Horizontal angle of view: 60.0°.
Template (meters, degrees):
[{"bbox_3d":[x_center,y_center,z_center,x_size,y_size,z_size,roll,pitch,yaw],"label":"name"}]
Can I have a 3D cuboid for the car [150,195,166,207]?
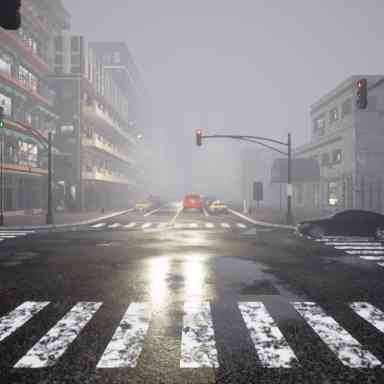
[{"bbox_3d":[-5.690,1.351,50.448,2.192,1.841,5.009,0,0,0],"label":"car"}]

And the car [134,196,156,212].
[{"bbox_3d":[-5.691,1.549,39.199,1.752,1.417,4.829,0,0,0],"label":"car"}]

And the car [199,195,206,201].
[{"bbox_3d":[2.687,1.632,89.393,1.752,1.417,4.829,0,0,0],"label":"car"}]

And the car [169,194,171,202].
[{"bbox_3d":[-5.692,1.587,66.895,1.752,1.417,4.829,0,0,0],"label":"car"}]

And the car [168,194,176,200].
[{"bbox_3d":[-5.694,1.434,94.762,2.192,1.841,5.009,0,0,0],"label":"car"}]

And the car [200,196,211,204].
[{"bbox_3d":[2.688,1.612,67.066,2.008,1.369,4.403,0,0,0],"label":"car"}]

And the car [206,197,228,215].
[{"bbox_3d":[2.691,1.544,34.001,1.752,1.417,4.829,0,0,0],"label":"car"}]

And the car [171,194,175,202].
[{"bbox_3d":[-5.693,1.627,78.144,1.887,1.381,4.507,0,0,0],"label":"car"}]

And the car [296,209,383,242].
[{"bbox_3d":[7.526,1.566,16.254,4.674,1.442,1.812,0,0,8],"label":"car"}]

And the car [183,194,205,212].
[{"bbox_3d":[0.090,1.244,39.826,2.150,2.045,5.566,0,0,0],"label":"car"}]

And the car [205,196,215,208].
[{"bbox_3d":[2.690,1.611,44.910,1.802,1.307,4.206,0,0,0],"label":"car"}]

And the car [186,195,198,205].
[{"bbox_3d":[0.019,1.405,62.606,2.097,1.767,4.553,0,0,0],"label":"car"}]

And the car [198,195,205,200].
[{"bbox_3d":[2.686,1.670,94.762,2.008,1.369,4.403,0,0,0],"label":"car"}]

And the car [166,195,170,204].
[{"bbox_3d":[-5.692,1.603,61.526,2.008,1.369,4.403,0,0,0],"label":"car"}]
